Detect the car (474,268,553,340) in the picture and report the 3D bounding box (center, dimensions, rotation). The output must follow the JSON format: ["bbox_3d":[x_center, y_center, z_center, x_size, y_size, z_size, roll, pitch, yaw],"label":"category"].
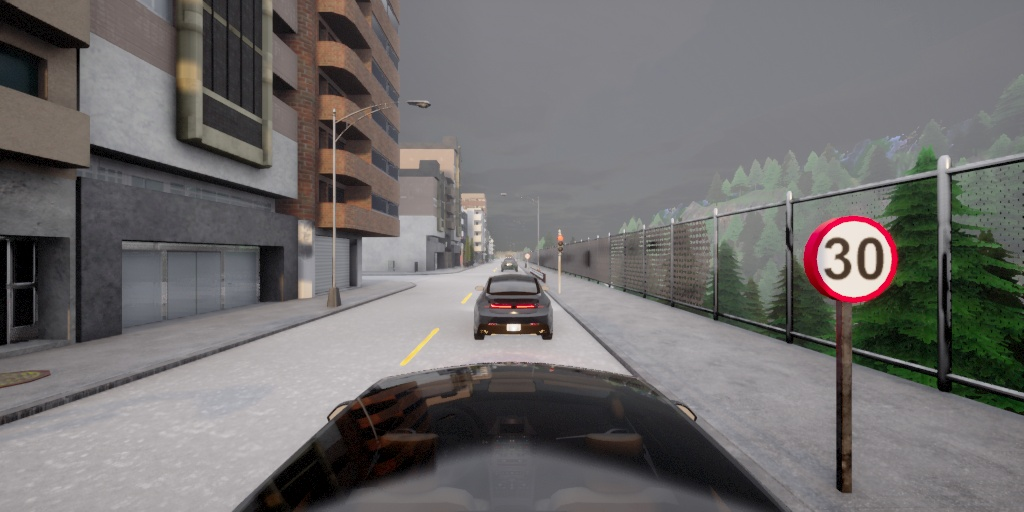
[{"bbox_3d":[0.016,1.255,9.945,1.837,1.490,4.892,0,0,0],"label":"car"}]

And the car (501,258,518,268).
[{"bbox_3d":[-0.332,1.102,46.276,2.097,1.767,4.553,0,0,-1],"label":"car"}]
